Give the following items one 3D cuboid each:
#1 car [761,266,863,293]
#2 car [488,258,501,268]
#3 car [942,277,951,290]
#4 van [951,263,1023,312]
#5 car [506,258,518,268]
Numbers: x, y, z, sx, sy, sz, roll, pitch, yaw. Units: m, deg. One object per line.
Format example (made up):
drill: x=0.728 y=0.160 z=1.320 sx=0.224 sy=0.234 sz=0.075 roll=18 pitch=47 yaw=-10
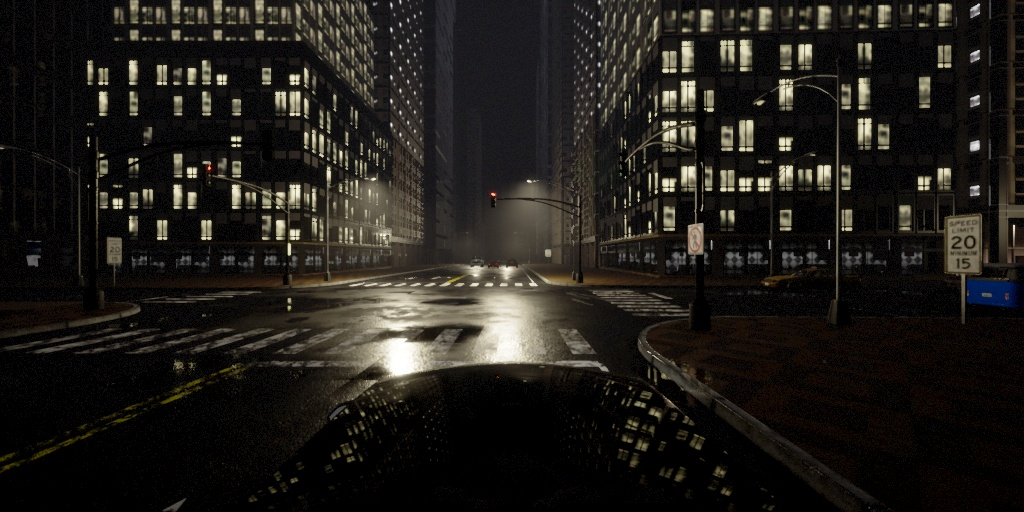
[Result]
car: x=17.089 y=1.293 z=20.574 sx=4.829 sy=1.417 sz=1.751 roll=0 pitch=0 yaw=2
car: x=-3.245 y=1.460 z=63.190 sx=1.895 sy=1.301 sz=4.718 roll=0 pitch=0 yaw=0
car: x=26.923 y=1.356 z=20.089 sx=4.207 sy=1.307 sz=1.802 roll=0 pitch=0 yaw=2
van: x=18.359 y=1.119 z=12.402 sx=3.998 sy=1.789 sz=1.690 roll=0 pitch=0 yaw=2
car: x=0.005 y=1.212 z=63.546 sx=2.097 sy=1.767 sz=4.553 roll=0 pitch=0 yaw=0
